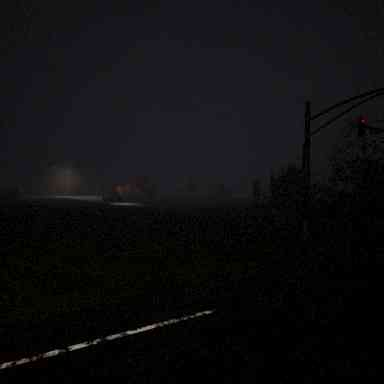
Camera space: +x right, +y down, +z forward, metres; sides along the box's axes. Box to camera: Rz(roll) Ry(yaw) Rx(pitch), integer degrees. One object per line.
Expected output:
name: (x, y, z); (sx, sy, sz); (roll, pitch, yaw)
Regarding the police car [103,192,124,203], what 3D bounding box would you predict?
police car: (-11.754, 0.822, 49.829); (2.038, 1.542, 4.974); (1, 0, -32)
